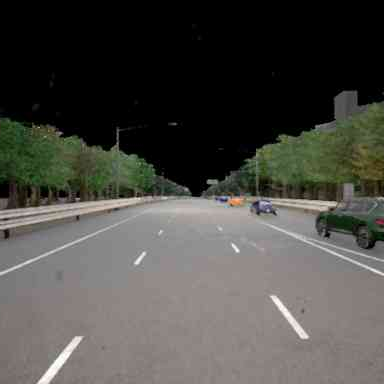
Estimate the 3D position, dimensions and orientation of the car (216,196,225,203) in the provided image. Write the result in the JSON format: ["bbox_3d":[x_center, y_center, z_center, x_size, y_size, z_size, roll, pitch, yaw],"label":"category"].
[{"bbox_3d":[7.091,1.676,75.320,1.882,1.535,5.008,0,-1,0],"label":"car"}]

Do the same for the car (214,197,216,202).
[{"bbox_3d":[7.187,1.898,92.315,1.837,1.490,4.892,0,-1,0],"label":"car"}]

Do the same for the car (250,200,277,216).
[{"bbox_3d":[6.999,1.546,32.907,1.812,1.442,4.674,0,0,0],"label":"car"}]

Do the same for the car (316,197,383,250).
[{"bbox_3d":[7.621,1.239,14.726,2.150,2.045,5.566,0,0,-6],"label":"car"}]

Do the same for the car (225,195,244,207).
[{"bbox_3d":[7.014,1.404,53.794,2.097,1.767,4.553,0,0,0],"label":"car"}]
